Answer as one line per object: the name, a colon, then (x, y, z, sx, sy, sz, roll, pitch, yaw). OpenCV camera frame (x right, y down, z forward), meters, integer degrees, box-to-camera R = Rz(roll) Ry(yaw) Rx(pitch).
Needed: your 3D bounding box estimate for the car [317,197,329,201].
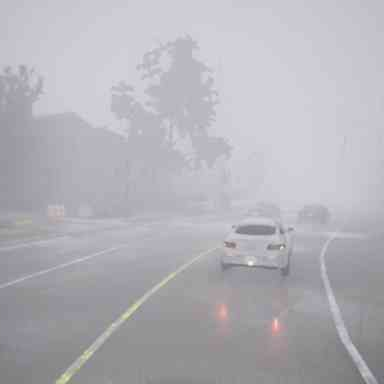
car: (24.747, 1.742, 62.722, 1.812, 1.442, 4.674, 1, 0, 28)

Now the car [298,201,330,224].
car: (9.506, 1.630, 25.821, 1.994, 1.385, 4.181, 1, 0, 27)

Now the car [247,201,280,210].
car: (5.823, 1.505, 26.825, 2.128, 1.511, 4.902, 1, 0, 28)

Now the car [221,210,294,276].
car: (2.145, 1.509, 10.410, 1.812, 1.442, 4.674, 1, 0, 18)
